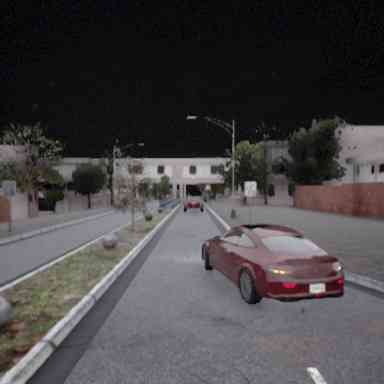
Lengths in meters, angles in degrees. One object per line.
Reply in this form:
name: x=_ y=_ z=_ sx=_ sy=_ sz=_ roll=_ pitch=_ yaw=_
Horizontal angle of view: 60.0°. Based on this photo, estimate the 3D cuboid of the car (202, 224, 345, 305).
car: x=1.619 y=1.492 z=8.032 sx=1.812 sy=1.442 sz=4.674 roll=0 pitch=1 yaw=-14

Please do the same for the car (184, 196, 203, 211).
car: x=0.170 y=1.228 z=38.039 sx=2.097 sy=1.767 sz=4.553 roll=0 pitch=0 yaw=0
